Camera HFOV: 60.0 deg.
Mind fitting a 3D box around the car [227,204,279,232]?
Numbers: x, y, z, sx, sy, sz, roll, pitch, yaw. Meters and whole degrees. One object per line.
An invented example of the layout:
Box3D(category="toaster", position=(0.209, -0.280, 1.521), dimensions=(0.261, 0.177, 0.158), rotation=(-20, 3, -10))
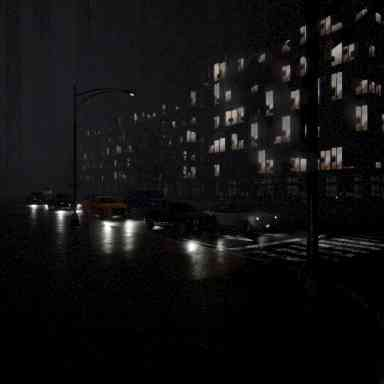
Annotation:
Box3D(category="car", position=(2.464, 1.368, 18.554), dimensions=(1.895, 1.301, 4.718), rotation=(0, 1, -39))

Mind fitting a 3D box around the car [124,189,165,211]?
Box3D(category="car", position=(-3.569, 0.810, 26.206), dimensions=(2.150, 2.045, 5.566), rotation=(0, 1, -38))

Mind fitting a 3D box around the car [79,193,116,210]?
Box3D(category="car", position=(-9.737, 0.883, 34.087), dimensions=(1.882, 1.535, 5.008), rotation=(0, 1, -38))

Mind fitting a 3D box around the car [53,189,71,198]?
Box3D(category="car", position=(-25.542, 0.244, 65.158), dimensions=(1.882, 1.535, 5.008), rotation=(0, 1, -38))

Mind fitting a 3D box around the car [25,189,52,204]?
Box3D(category="car", position=(-19.193, 0.707, 40.968), dimensions=(1.837, 1.490, 4.892), rotation=(0, 1, -37))

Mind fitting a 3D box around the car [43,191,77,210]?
Box3D(category="car", position=(-12.828, 0.898, 32.755), dimensions=(1.837, 1.490, 4.892), rotation=(0, 1, -38))

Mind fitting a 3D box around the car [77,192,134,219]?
Box3D(category="car", position=(-6.551, 1.058, 24.742), dimensions=(1.882, 1.535, 5.008), rotation=(0, 1, -38))

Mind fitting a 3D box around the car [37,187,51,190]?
Box3D(category="car", position=(-28.548, -0.025, 63.726), dimensions=(2.150, 2.045, 5.566), rotation=(0, 1, -38))

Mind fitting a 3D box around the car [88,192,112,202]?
Box3D(category="car", position=(-13.995, 0.714, 50.384), dimensions=(1.895, 1.301, 4.718), rotation=(0, 1, -38))

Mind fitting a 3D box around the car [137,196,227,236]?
Box3D(category="car", position=(-0.704, 1.231, 17.297), dimensions=(1.882, 1.535, 5.008), rotation=(0, 1, -37))
